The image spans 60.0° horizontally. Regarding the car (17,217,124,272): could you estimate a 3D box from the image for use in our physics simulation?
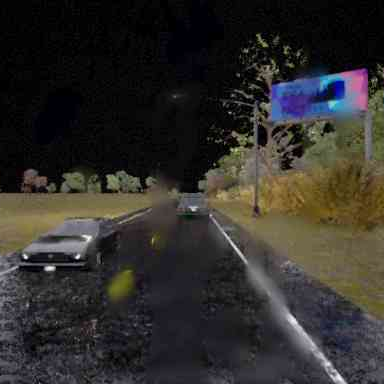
[{"bbox_3d":[-3.586,1.552,11.056,2.033,1.411,5.357,0,0,0],"label":"car"}]

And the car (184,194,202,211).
[{"bbox_3d":[0.103,1.236,43.300,2.150,2.045,5.566,0,0,0],"label":"car"}]

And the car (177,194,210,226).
[{"bbox_3d":[0.097,1.228,23.826,2.150,2.045,5.566,0,0,0],"label":"car"}]
